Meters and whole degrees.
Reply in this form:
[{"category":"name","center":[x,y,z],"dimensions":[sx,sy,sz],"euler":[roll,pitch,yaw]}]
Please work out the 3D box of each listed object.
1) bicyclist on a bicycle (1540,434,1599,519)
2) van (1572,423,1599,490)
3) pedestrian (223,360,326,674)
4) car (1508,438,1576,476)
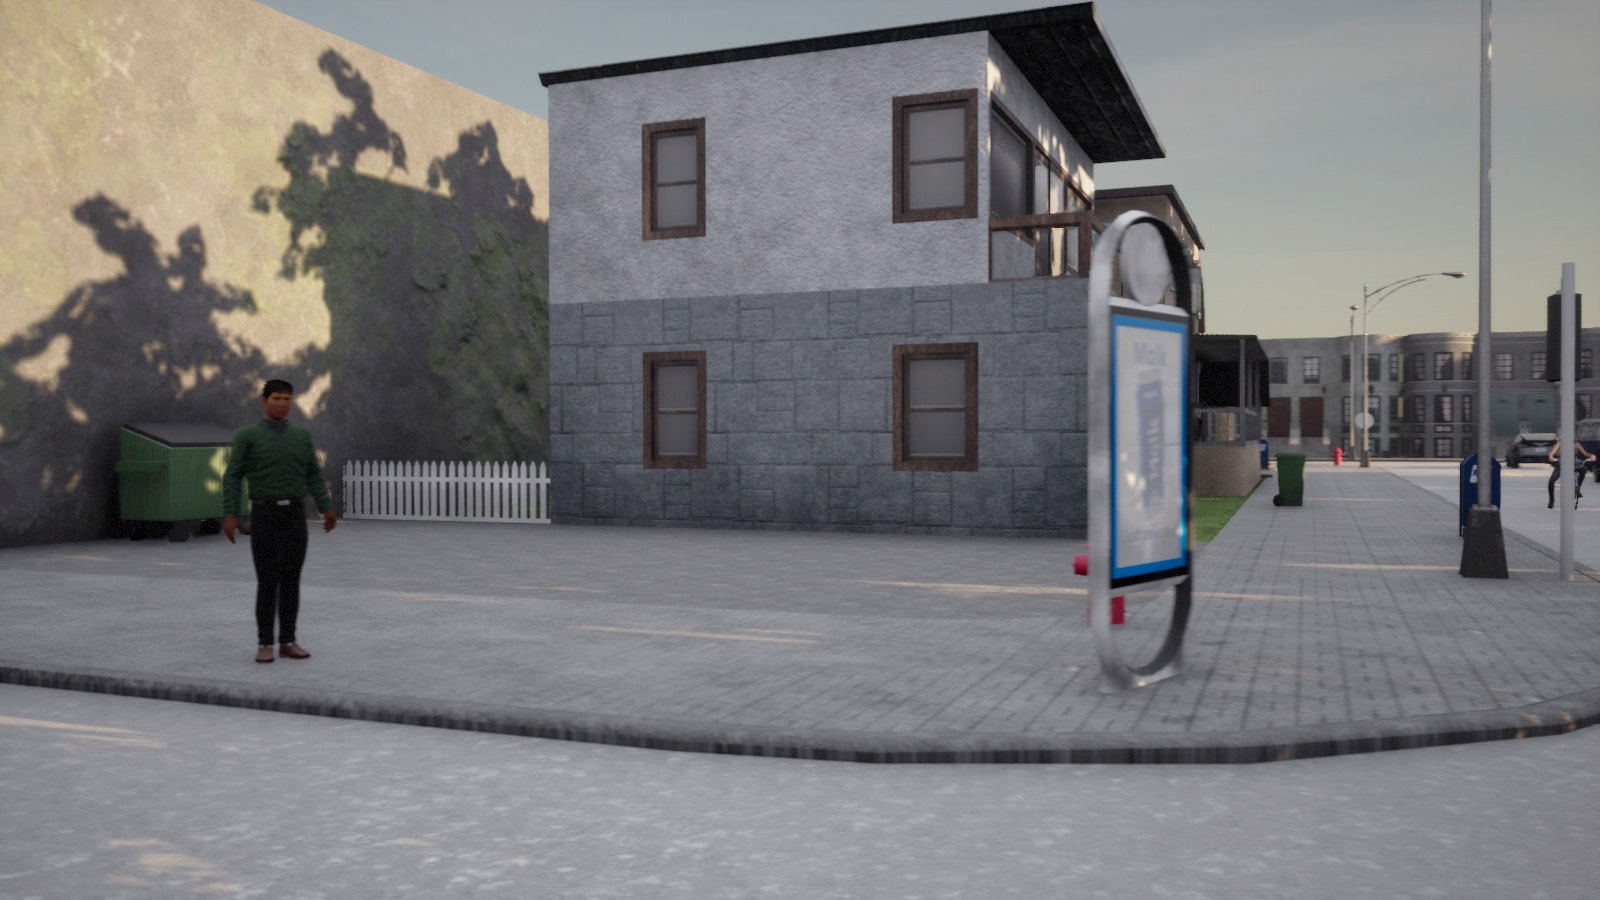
[{"category":"bicyclist on a bicycle","center":[15.329,0.501,24.932],"dimensions":[0.866,1.612,1.509],"euler":[1,1,22]},{"category":"van","center":[25.295,0.177,38.760],"dimensions":[1.775,1.987,4.442],"euler":[1,1,22]},{"category":"pedestrian","center":[-3.448,0.412,8.224],"dimensions":[0.423,1.949,0.788],"euler":[0,1,-39]},{"category":"car","center":[31.323,0.259,53.122],"dimensions":[2.163,1.488,4.792],"euler":[1,1,27]}]
